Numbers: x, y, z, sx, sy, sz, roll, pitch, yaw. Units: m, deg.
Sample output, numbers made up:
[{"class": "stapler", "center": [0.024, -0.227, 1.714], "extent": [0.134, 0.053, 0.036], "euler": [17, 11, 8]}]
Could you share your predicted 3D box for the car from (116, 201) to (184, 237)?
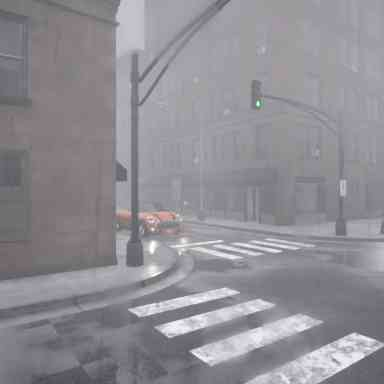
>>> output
[{"class": "car", "center": [-2.362, 1.263, 17.521], "extent": [2.097, 1.767, 4.553], "euler": [0, 0, -35]}]
